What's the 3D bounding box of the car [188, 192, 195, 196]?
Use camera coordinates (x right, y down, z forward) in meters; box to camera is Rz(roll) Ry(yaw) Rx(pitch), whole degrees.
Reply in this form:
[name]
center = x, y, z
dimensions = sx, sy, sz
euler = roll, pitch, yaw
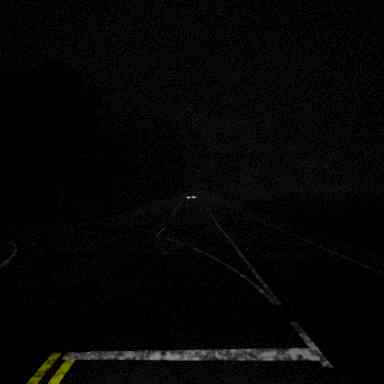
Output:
[car]
center = -0.144, 0.521, 93.841
dimensions = 1.895, 1.301, 4.718
euler = 0, 1, 4
